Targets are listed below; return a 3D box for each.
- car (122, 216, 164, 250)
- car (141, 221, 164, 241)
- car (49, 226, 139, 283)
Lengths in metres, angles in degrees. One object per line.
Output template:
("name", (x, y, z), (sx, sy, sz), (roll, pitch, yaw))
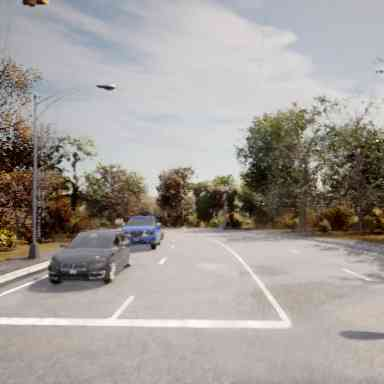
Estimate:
("car", (-3.202, 2.592, 21.671), (2.150, 2.045, 5.566), (0, -5, -1))
("car", (-3.719, 3.652, 31.772), (2.097, 1.767, 4.553), (0, -5, -5))
("car", (-3.316, 2.144, 11.755), (1.837, 1.490, 4.892), (0, -4, 0))
